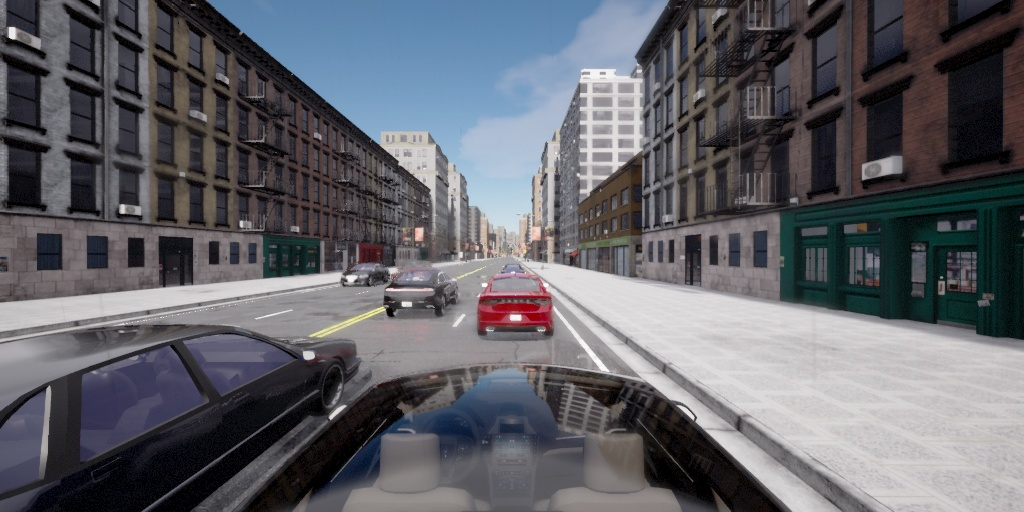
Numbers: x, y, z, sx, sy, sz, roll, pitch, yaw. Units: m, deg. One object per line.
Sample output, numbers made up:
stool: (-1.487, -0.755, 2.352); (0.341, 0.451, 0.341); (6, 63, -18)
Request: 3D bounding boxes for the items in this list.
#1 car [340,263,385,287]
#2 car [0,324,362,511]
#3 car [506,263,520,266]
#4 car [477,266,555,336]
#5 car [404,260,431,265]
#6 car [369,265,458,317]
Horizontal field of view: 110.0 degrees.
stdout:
car: (-9.865, 1.244, 24.421); (2.128, 1.511, 4.902); (0, 0, 0)
car: (-3.145, 1.297, 2.893); (2.033, 1.411, 5.357); (0, 0, 0)
car: (0.082, 1.319, 30.814); (1.994, 1.385, 4.181); (0, 0, 0)
car: (0.093, 1.227, 10.475); (1.882, 1.535, 5.008); (0, 0, 0)
car: (-6.614, 1.105, 24.610); (2.097, 1.767, 4.553); (0, 0, 0)
car: (-3.160, 1.241, 13.216); (2.128, 1.511, 4.902); (0, 0, 0)
